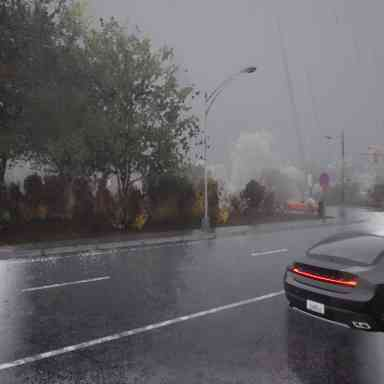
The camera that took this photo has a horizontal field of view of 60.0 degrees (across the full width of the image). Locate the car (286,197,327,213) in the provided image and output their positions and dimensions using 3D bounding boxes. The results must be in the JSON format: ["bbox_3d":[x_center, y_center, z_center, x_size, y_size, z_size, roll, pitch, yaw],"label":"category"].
[{"bbox_3d":[12.533,1.352,36.838,2.097,1.767,4.553,0,0,-32],"label":"car"}]

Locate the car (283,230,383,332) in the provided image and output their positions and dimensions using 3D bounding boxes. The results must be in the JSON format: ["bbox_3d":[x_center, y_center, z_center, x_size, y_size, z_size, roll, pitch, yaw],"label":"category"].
[{"bbox_3d":[3.858,1.505,6.489,4.892,1.490,1.837,0,0,-35],"label":"car"}]

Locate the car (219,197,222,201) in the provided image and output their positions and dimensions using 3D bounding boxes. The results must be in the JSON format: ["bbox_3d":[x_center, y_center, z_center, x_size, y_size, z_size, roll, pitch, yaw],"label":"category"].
[{"bbox_3d":[4.527,1.354,69.521,1.994,1.385,4.181,0,1,-33],"label":"car"}]
